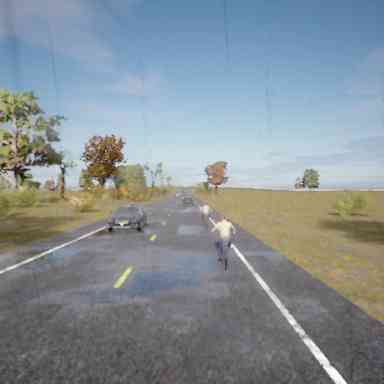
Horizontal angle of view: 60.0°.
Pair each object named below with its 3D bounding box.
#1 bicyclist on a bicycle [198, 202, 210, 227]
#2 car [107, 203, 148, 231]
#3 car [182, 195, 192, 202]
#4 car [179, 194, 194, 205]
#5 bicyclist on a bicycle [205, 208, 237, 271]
[{"bbox_3d":[0.826,1.385,19.895,0.866,1.612,1.509,0,0,-1],"label":"bicyclist on a bicycle"},{"bbox_3d":[-3.768,1.455,20.070,1.837,1.490,4.892,0,0,-1],"label":"car"},{"bbox_3d":[-1.087,1.353,73.661,1.994,1.385,4.181,0,0,-1],"label":"car"},{"bbox_3d":[-0.692,1.341,56.584,2.128,1.511,4.902,0,0,-1],"label":"car"},{"bbox_3d":[0.941,1.411,9.869,0.866,1.612,1.509,0,0,-1],"label":"bicyclist on a bicycle"}]
